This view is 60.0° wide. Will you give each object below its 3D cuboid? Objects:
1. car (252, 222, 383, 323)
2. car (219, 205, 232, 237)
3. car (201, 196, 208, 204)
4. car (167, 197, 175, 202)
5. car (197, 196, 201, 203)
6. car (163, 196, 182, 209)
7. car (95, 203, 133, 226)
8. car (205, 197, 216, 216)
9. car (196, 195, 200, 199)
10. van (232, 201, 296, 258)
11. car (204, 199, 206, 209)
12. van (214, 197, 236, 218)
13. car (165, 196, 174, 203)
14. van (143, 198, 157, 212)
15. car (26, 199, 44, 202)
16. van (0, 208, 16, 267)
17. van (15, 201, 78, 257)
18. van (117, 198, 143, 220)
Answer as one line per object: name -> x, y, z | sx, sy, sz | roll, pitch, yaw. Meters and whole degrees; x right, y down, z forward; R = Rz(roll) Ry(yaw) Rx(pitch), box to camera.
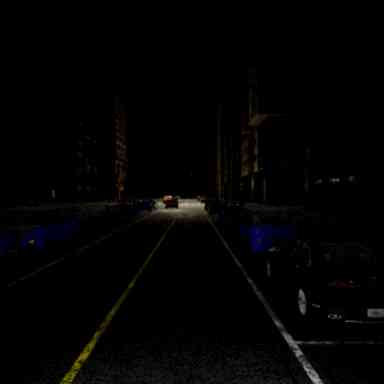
car -> 2.762, 1.590, 7.168 | 2.008, 1.369, 4.403 | 0, 0, 0
car -> 2.762, 1.647, 18.523 | 1.887, 1.381, 4.507 | 0, 0, 0
car -> 2.762, 1.580, 46.912 | 2.192, 1.841, 5.009 | 0, 0, 0
car -> -5.761, 2.094, 90.797 | 1.947, 1.339, 4.313 | 0, 0, 0
car -> 2.763, 1.975, 73.883 | 2.008, 1.369, 4.403 | 0, 0, 0
car -> -3.004, 1.762, 50.126 | 1.882, 1.535, 5.008 | 0, -1, 0
car -> -5.762, 1.716, 24.191 | 1.802, 1.307, 4.206 | 0, 0, 0
car -> 2.762, 1.639, 35.556 | 1.967, 1.590, 4.097 | 0, 0, 0
car -> 2.764, 2.044, 85.165 | 2.008, 1.369, 4.403 | 0, 0, 0
van -> 2.762, 1.412, 12.847 | 1.690, 1.788, 3.998 | 0, 0, 0
car -> 2.763, 1.814, 41.233 | 1.802, 1.307, 4.206 | 0, 0, 0
van -> 2.762, 1.475, 24.202 | 1.690, 1.788, 3.998 | 0, 0, 0
car -> -5.762, 1.933, 85.157 | 1.967, 1.590, 4.097 | 0, 0, 0
van -> -5.763, 1.573, 41.224 | 1.690, 1.788, 3.998 | 0, 0, 0
car -> -27.012, 1.939, 58.799 | 4.674, 1.442, 1.812 | 1, 0, 0
van -> -5.763, 1.381, 7.160 | 1.690, 1.788, 3.998 | 0, 0, 0
van -> -5.763, 1.412, 12.838 | 1.690, 1.788, 3.998 | 0, 0, 0
van -> -5.763, 1.508, 29.870 | 1.690, 1.788, 3.998 | 0, 0, 0
